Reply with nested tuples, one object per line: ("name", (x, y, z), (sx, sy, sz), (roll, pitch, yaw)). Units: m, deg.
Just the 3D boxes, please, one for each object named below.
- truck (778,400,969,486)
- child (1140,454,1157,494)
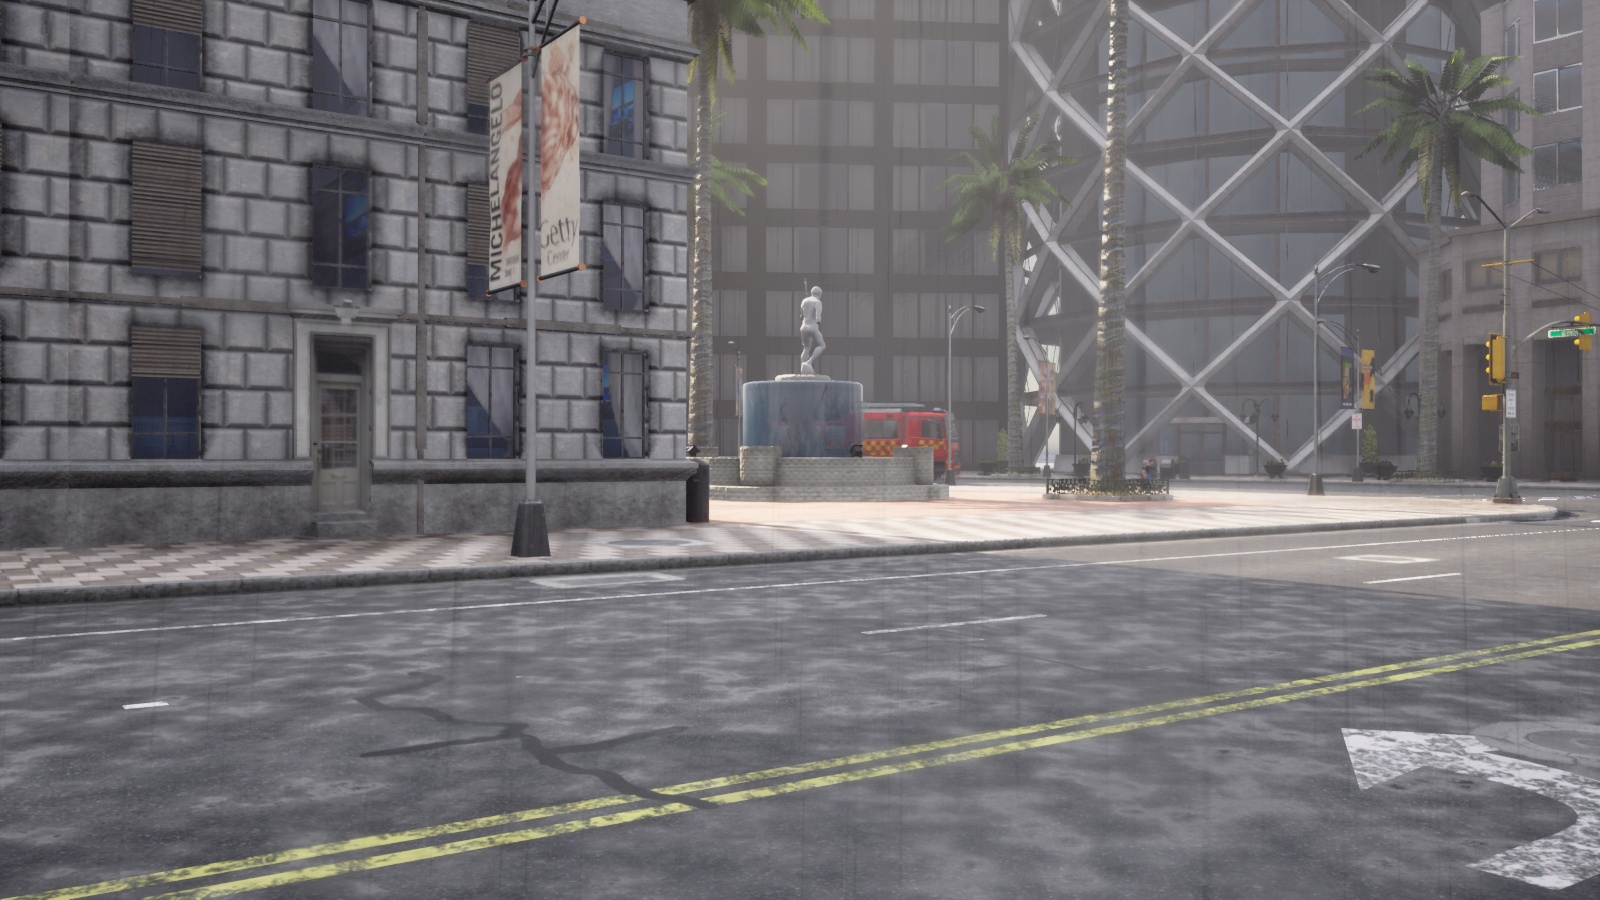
("truck", (3.452, -0.284, 58.370), (8.468, 3.827, 2.891), (0, 0, 14))
("child", (10.978, 0.755, 39.525), (0.270, 1.263, 0.437), (0, 0, -35))
